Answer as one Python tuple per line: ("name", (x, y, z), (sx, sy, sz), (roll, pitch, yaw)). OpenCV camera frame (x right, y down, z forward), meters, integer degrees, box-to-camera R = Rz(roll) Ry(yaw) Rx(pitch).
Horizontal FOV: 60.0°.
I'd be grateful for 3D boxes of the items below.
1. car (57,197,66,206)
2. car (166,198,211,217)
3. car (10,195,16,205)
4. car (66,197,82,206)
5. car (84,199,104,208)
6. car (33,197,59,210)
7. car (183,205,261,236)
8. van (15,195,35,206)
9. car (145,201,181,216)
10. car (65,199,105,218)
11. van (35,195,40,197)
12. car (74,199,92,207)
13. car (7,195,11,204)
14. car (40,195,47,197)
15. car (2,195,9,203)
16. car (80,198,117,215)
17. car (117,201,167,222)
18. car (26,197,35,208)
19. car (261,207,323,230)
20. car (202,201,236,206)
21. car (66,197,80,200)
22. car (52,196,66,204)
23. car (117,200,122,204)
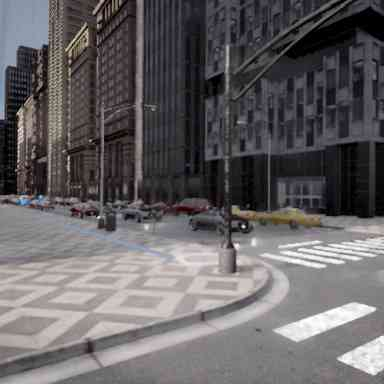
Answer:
("car", (-23.747, 1.876, 60.674), (1.895, 1.301, 4.718), (1, -1, -35))
("car", (0.037, 1.504, 31.633), (2.192, 1.841, 5.009), (0, 0, -35))
("car", (-32.682, 1.769, 63.158), (1.752, 1.417, 4.829), (0, 0, -35))
("car", (-22.594, 1.745, 63.655), (1.967, 1.590, 4.097), (0, 0, -35))
("car", (-16.128, 1.837, 54.505), (1.947, 1.339, 4.313), (0, 0, -35))
("car", (-19.848, 1.757, 44.997), (1.802, 1.307, 4.206), (0, 0, -35))
("car", (1.603, 1.668, 19.267), (1.994, 1.385, 4.181), (1, -1, -35))
("van", (-29.546, 1.567, 58.723), (1.690, 1.788, 3.998), (0, 0, -35))
("car", (-3.197, 1.750, 36.206), (1.887, 1.381, 4.507), (0, 0, -35))
("car", (-10.149, 1.671, 31.272), (1.887, 1.381, 4.507), (0, 0, -35))
("van", (-38.758, 1.736, 86.529), (1.690, 1.788, 3.998), (0, 0, -35))
("car", (-19.362, 1.870, 59.080), (1.802, 1.307, 4.206), (0, 0, -35))
("car", (-36.013, 1.843, 67.871), (1.802, 1.307, 4.206), (0, 0, -35))
("car", (-35.624, 1.902, 82.092), (1.752, 1.417, 4.829), (0, 0, -35))
("car", (-39.246, 1.594, 72.448), (2.192, 1.841, 5.009), (0, 0, -35))
("car", (-10.171, 1.667, 35.941), (1.837, 1.490, 4.892), (1, -1, -35))
("car", (-4.180, 1.696, 27.452), (1.994, 1.385, 4.181), (1, -1, -35))
("car", (-23.081, 1.774, 49.571), (1.802, 1.307, 4.206), (0, 0, -35))
("car", (6.404, 1.683, 22.621), (1.752, 1.417, 4.829), (0, 0, -35))
("car", (3.171, 1.699, 27.196), (1.752, 1.417, 4.829), (0, 0, -35))
("car", (-17.734, 1.748, 52.170), (1.837, 1.490, 4.892), (1, -1, -35))
("car", (-29.059, 1.781, 72.804), (1.967, 1.590, 4.097), (0, 0, -35))
("car", (-9.663, 1.788, 45.356), (2.008, 1.369, 4.403), (0, 0, -35))
